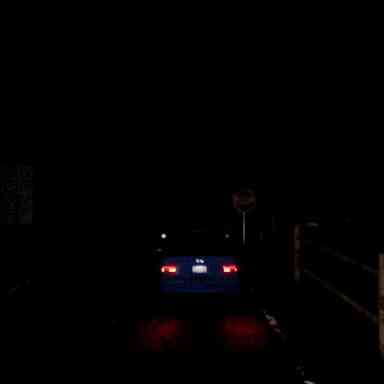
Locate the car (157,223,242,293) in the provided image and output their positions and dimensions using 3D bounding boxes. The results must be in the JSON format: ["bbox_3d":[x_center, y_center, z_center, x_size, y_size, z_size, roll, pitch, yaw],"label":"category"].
[{"bbox_3d":[0.109,1.542,8.970,2.033,1.411,5.357,0,0,-1],"label":"car"}]

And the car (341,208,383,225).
[{"bbox_3d":[13.640,1.849,24.608,4.718,1.301,1.895,1,0,1],"label":"car"}]
